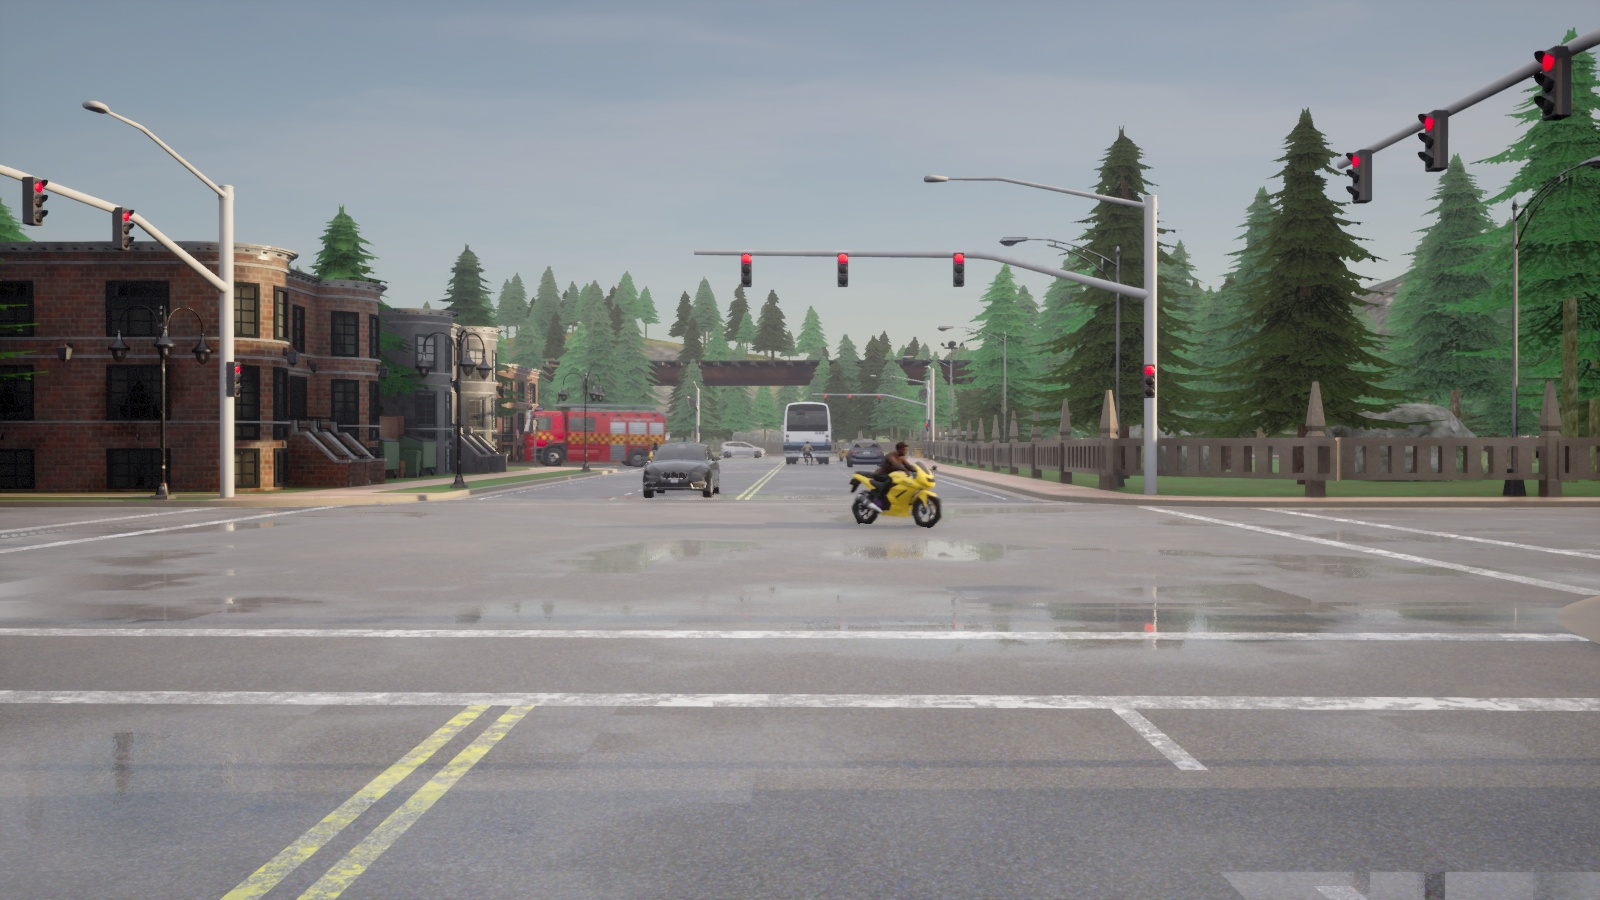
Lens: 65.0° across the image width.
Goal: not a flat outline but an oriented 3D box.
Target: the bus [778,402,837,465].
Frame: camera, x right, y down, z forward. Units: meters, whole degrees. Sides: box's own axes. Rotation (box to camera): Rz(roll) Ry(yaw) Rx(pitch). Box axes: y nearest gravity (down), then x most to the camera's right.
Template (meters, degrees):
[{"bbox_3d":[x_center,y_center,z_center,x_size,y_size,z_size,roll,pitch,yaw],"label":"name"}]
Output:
[{"bbox_3d":[0.524,-1.136,89.810,3.944,4.253,10.273,0,0,0],"label":"bus"}]

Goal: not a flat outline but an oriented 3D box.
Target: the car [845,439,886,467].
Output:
[{"bbox_3d":[3.947,0.163,76.391,2.242,1.667,4.611,0,0,0],"label":"car"}]

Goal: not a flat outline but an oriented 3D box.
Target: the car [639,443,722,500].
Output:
[{"bbox_3d":[-3.284,0.550,35.265,1.837,1.490,4.892,0,0,0],"label":"car"}]

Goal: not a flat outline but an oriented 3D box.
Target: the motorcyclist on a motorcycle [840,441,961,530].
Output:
[{"bbox_3d":[1.762,0.604,22.256,2.044,1.523,0.797,0,-1,42],"label":"motorcyclist on a motorcycle"}]

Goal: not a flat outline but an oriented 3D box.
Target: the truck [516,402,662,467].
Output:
[{"bbox_3d":[-12.840,-0.884,76.364,8.468,3.827,2.891,0,0,-17],"label":"truck"}]
